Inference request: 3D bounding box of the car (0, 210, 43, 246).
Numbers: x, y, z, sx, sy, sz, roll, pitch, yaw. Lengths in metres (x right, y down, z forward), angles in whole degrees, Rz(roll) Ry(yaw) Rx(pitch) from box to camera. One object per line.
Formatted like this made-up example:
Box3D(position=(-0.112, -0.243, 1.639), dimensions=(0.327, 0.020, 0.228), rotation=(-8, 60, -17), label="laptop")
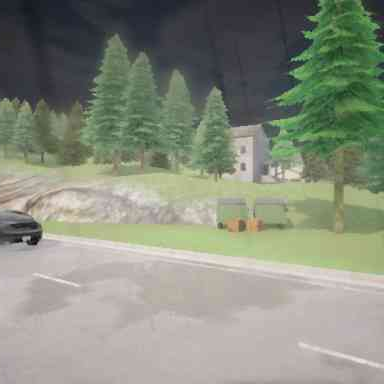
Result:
Box3D(position=(-8.269, 1.514, 14.066), dimensions=(4.892, 1.490, 1.837), rotation=(0, 0, 36), label="car")
